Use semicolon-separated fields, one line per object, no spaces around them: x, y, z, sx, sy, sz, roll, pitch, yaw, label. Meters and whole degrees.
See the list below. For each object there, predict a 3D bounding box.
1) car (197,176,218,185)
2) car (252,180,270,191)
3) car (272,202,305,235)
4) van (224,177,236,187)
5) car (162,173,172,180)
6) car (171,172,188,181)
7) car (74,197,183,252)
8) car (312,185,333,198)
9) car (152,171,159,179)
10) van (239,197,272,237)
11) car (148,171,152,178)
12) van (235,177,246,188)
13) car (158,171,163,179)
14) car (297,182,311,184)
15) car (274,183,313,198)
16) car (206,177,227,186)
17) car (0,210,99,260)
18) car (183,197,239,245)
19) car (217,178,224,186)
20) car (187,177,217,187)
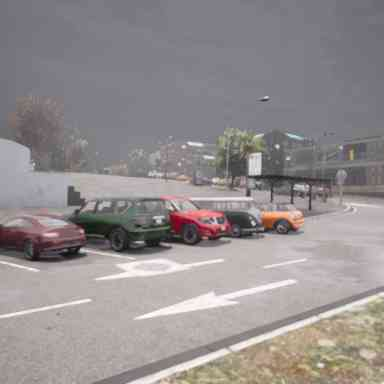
3.259;-2.379;69.908;2.002;1.452;4.674;7;3;35;car
11.919;-1.053;57.578;2.231;1.521;4.892;7;3;35;car
4.003;1.374;19.214;4.553;1.767;2.185;-1;-1;35;car
8.421;-1.825;62.404;1.878;1.987;4.442;7;4;35;van
-3.717;-3.761;79.664;2.435;2.045;5.566;7;4;34;car
-1.861;-3.238;77.408;1.946;1.575;5.366;7;3;34;car
-3.448;1.243;14.075;5.566;2.045;2.435;-1;-1;35;car
18.840;0.076;47.733;2.002;1.452;4.674;7;3;35;car
-7.251;-4.148;84.593;2.185;1.767;4.553;4;1;33;car
1.598;1.271;17.459;4.442;1.987;1.878;-1;-1;35;van
-9.027;-4.425;86.937;2.435;2.045;5.566;1;-1;34;car
10.155;-1.552;59.936;1.878;1.987;4.442;7;4;35;van
-5.516;-3.913;82.127;2.185;1.767;4.553;6;3;34;car
17.144;-0.486;50.202;2.435;2.045;5.566;7;3;35;car
12.333;-0.041;41.675;1.994;1.385;4.181;2;4;-36;car
5.006;-2.105;67.450;2.002;1.452;4.674;7;4;35;car
-5.872;1.532;12.313;4.674;1.452;2.002;-1;-1;35;car
-0.938;1.244;15.784;5.566;2.045;2.435;-1;-1;35;car
6.842;-1.873;65.133;1.946;1.575;5.366;7;3;35;car
1.608;-1.711;56.627;1.994;1.385;4.181;2;4;-36;car
